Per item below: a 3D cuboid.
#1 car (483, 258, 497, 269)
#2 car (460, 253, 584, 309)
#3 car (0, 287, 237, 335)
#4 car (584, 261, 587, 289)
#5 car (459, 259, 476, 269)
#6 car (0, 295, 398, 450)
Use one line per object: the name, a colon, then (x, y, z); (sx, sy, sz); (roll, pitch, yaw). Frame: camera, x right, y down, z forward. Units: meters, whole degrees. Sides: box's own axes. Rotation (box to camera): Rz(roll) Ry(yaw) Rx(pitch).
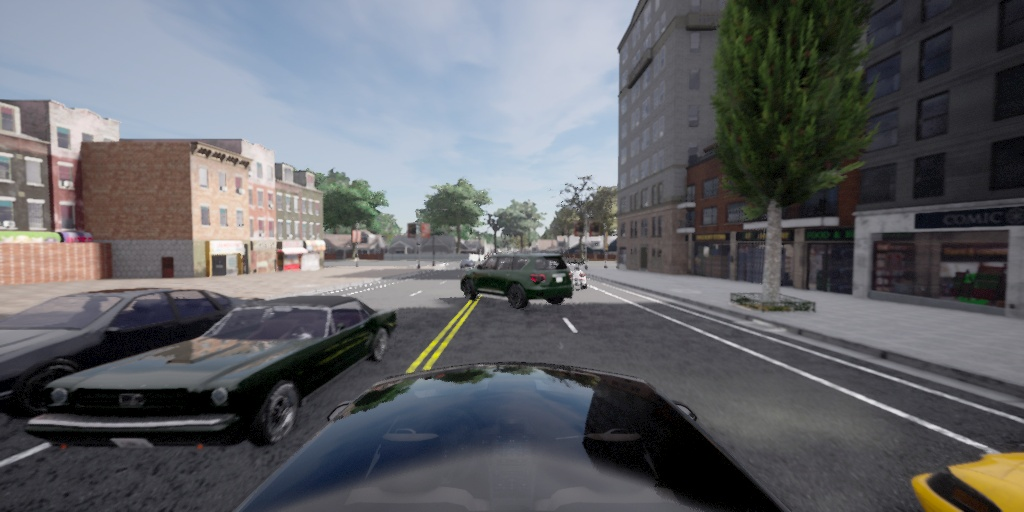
car: (-3.220, 1.080, 52.837); (1.837, 1.490, 4.892); (0, 0, 0)
car: (0.017, 0.894, 14.748); (2.150, 2.045, 5.566); (-1, 1, -38)
car: (-6.596, 1.268, 6.100); (2.033, 1.411, 5.357); (0, 0, 0)
car: (3.263, 1.164, 21.539); (1.812, 1.442, 4.674); (0, 0, 0)
car: (-6.469, 1.133, 52.941); (1.994, 1.385, 4.181); (0, 0, 0)
car: (-3.346, 1.326, 5.362); (1.895, 1.301, 4.718); (0, 0, 0)
